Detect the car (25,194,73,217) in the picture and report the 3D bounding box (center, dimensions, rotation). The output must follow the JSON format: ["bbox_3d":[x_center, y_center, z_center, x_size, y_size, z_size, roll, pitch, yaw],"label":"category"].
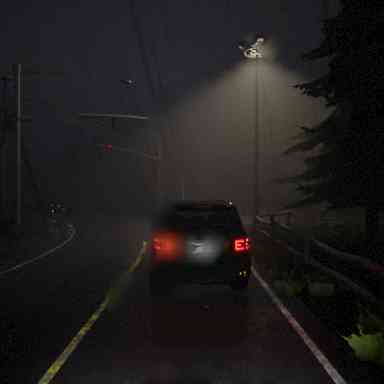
[{"bbox_3d":[-13.488,1.221,31.181,5.566,2.045,2.150,0,0,39],"label":"car"}]

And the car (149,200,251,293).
[{"bbox_3d":[0.010,1.221,9.105,2.150,2.045,5.566,0,0,-5],"label":"car"}]

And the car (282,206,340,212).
[{"bbox_3d":[10.708,1.627,30.182,4.718,1.301,1.895,0,0,0],"label":"car"}]
